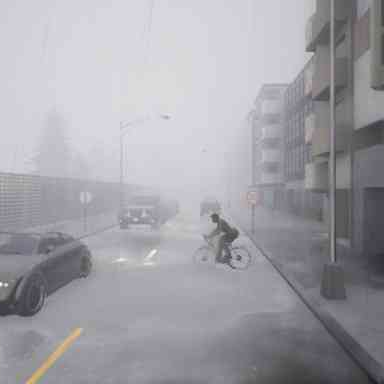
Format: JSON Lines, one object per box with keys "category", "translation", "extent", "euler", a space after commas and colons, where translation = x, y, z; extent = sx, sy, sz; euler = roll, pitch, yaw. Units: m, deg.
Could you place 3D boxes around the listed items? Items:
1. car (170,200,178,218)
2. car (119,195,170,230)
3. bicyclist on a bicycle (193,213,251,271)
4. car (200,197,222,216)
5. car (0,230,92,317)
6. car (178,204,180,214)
{"category": "car", "translation": [-2.555, 1.559, 27.670], "extent": [1.812, 1.442, 4.674], "euler": [0, 0, 3]}
{"category": "car", "translation": [-2.998, 1.223, 21.378], "extent": [2.150, 2.045, 5.566], "euler": [0, 0, 3]}
{"category": "bicyclist on a bicycle", "translation": [0.835, 1.433, 9.454], "extent": [1.656, 1.620, 0.582], "euler": [-2, 0, 3]}
{"category": "car", "translation": [1.825, 1.502, 32.580], "extent": [1.837, 1.490, 4.892], "euler": [0, 0, 3]}
{"category": "car", "translation": [-3.784, 1.564, 7.385], "extent": [1.994, 1.385, 4.181], "euler": [0, 0, 3]}
{"category": "car", "translation": [-2.288, 1.545, 33.400], "extent": [2.033, 1.411, 5.357], "euler": [0, 0, 4]}
